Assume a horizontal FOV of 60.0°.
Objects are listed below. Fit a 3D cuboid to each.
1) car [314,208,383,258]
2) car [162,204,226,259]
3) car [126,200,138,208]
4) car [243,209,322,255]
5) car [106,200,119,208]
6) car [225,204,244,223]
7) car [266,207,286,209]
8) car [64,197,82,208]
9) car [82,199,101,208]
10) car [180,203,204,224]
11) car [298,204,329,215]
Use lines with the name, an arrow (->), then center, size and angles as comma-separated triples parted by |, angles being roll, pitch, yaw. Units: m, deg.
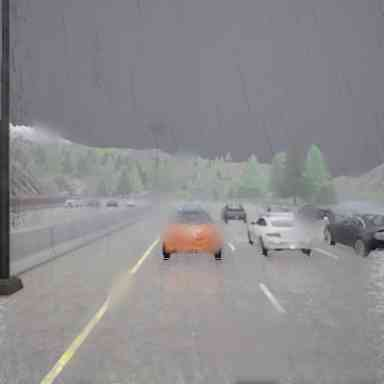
car -> 7.018, 1.642, 13.493 | 2.128, 1.511, 4.902 | 0, 0, 0
car -> 0.018, 1.499, 13.409 | 2.097, 1.767, 4.553 | 0, -1, 0
car -> -11.533, 2.216, 63.404 | 1.812, 1.442, 4.674 | 0, -1, -6
car -> 3.521, 1.678, 13.880 | 1.812, 1.442, 4.674 | 0, 0, 0
car -> -14.981, 2.245, 62.740 | 1.994, 1.385, 4.181 | 0, -1, -6
car -> 3.516, 1.805, 28.488 | 2.128, 1.511, 4.902 | 0, 0, 0
car -> 7.014, 1.911, 28.229 | 1.895, 1.301, 4.718 | 0, -1, 0
car -> -21.900, 1.891, 61.735 | 2.150, 2.045, 5.566 | 0, 0, -5
car -> -18.459, 2.028, 62.088 | 2.097, 1.767, 4.553 | 0, -1, -5
car -> 0.023, 1.797, 29.230 | 1.882, 1.535, 5.008 | 0, 0, 0
car -> 10.516, 1.820, 28.492 | 1.837, 1.490, 4.892 | 0, 0, 0
